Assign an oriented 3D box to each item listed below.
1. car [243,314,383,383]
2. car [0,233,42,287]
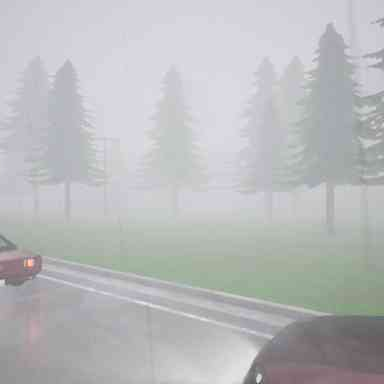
[{"bbox_3d":[2.424,1.564,2.263,4.181,1.385,1.994,0,0,36],"label":"car"},{"bbox_3d":[-5.785,1.601,8.108,4.718,1.301,1.895,0,0,35],"label":"car"}]
